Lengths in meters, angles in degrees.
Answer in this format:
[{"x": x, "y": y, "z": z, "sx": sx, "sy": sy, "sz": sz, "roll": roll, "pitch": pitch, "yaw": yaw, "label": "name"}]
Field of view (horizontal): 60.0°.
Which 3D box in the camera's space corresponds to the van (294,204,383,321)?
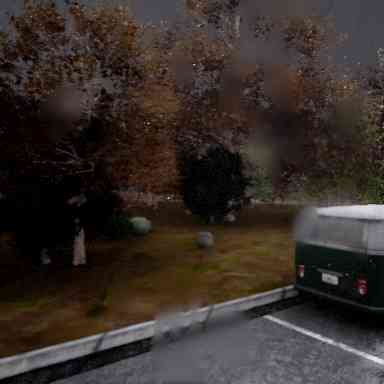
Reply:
[{"x": 4.249, "y": 1.259, "z": 7.053, "sx": 4.442, "sy": 1.987, "sz": 1.878, "roll": 0, "pitch": 1, "yaw": -33, "label": "van"}]
